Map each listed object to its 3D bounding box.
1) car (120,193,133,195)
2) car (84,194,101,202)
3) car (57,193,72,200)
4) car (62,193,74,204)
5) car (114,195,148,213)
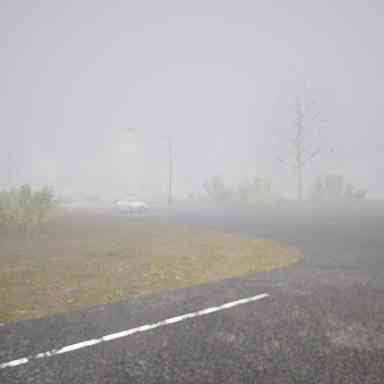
[{"bbox_3d":[-10.261,1.005,50.868,2.097,1.767,4.553,-1,1,-37],"label":"car"},{"bbox_3d":[-18.604,1.071,61.901,2.128,1.511,4.902,-1,1,-37],"label":"car"},{"bbox_3d":[-29.224,0.951,75.943,1.882,1.535,5.008,-1,1,-37],"label":"car"},{"bbox_3d":[-20.204,1.235,52.447,1.994,1.385,4.181,-1,1,-37],"label":"car"},{"bbox_3d":[-6.227,1.311,33.937,1.812,1.442,4.674,-1,1,-37],"label":"car"}]
